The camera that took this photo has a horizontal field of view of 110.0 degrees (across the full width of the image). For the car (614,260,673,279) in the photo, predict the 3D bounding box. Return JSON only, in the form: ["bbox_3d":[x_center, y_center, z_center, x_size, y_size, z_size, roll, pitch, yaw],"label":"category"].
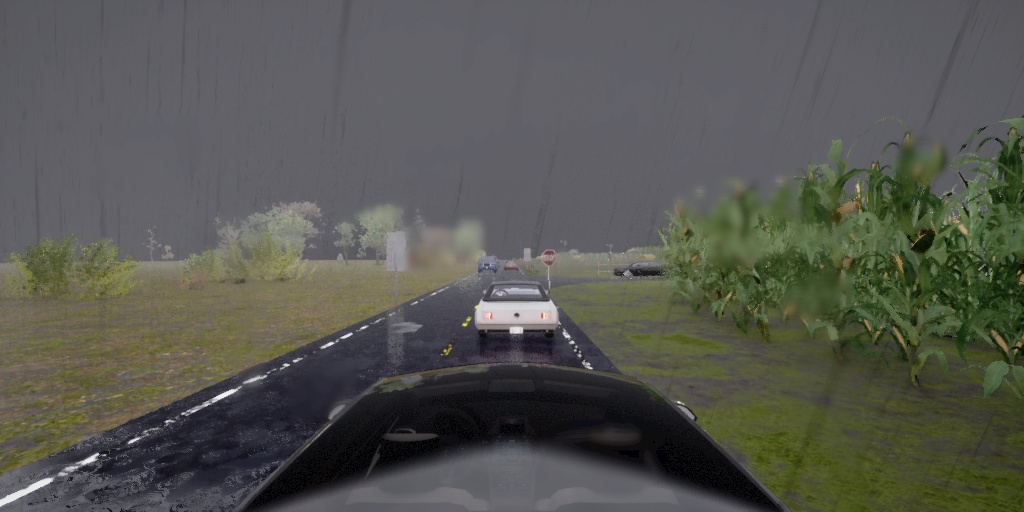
[{"bbox_3d":[11.395,1.142,31.178,5.008,1.535,1.882,-1,-1,1],"label":"car"}]

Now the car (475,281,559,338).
[{"bbox_3d":[0.102,1.353,10.145,1.895,1.301,4.718,0,0,0],"label":"car"}]

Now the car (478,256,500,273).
[{"bbox_3d":[-2.965,1.000,44.270,2.150,2.045,5.566,0,0,-1],"label":"car"}]

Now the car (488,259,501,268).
[{"bbox_3d":[-3.157,1.303,65.204,2.128,1.511,4.902,0,0,0],"label":"car"}]

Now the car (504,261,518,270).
[{"bbox_3d":[-0.126,1.356,52.970,1.994,1.385,4.181,0,0,-1],"label":"car"}]
